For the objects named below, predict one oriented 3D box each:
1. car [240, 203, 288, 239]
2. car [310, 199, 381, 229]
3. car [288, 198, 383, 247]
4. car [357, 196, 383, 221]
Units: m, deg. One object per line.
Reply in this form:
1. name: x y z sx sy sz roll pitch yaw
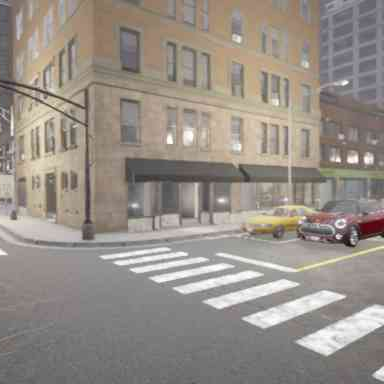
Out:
1. car: 4.340 1.234 15.580 4.829 1.417 1.752 -1 1 -38
2. car: 8.929 1.177 19.168 4.313 1.339 1.947 -1 1 -38
3. car: 6.278 1.080 13.593 4.553 1.767 2.097 -1 1 -38
4. car: 13.249 1.045 22.545 4.829 1.417 1.752 -1 1 -38
